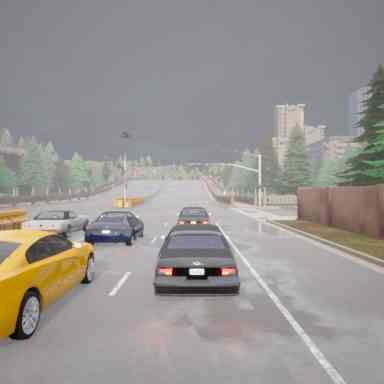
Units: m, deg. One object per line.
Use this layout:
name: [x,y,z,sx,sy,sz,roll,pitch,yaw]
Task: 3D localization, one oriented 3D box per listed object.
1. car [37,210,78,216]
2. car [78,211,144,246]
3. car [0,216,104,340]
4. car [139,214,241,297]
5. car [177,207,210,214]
car: [-6.924,1.601,17.537,1.895,1.301,4.718,0,0,0]
car: [-3.426,1.564,15.310,1.994,1.385,4.181,0,0,0]
car: [-3.409,1.478,6.553,1.882,1.535,5.008,0,0,0]
car: [0.088,1.547,8.764,2.033,1.411,5.357,0,0,0]
car: [0.098,1.547,18.831,2.033,1.411,5.357,0,0,1]
